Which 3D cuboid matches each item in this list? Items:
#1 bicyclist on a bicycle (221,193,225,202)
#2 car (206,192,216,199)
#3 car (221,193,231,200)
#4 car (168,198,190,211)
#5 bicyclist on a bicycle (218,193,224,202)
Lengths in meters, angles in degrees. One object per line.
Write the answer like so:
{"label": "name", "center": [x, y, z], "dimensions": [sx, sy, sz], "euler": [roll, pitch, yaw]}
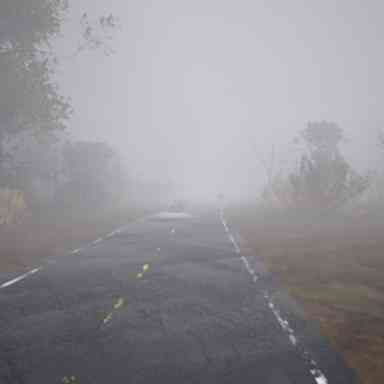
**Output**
{"label": "bicyclist on a bicycle", "center": [5.975, 1.001, 64.312], "dimensions": [0.659, 1.776, 1.843], "euler": [0, 1, 9]}
{"label": "car", "center": [4.480, 0.676, 78.305], "dimensions": [2.097, 1.767, 4.553], "euler": [0, 0, 10]}
{"label": "car", "center": [7.308, 1.108, 77.107], "dimensions": [1.994, 1.385, 4.181], "euler": [0, 0, 11]}
{"label": "car", "center": [-1.400, 1.383, 36.267], "dimensions": [1.895, 1.301, 4.718], "euler": [0, 0, 5]}
{"label": "bicyclist on a bicycle", "center": [4.596, 1.052, 54.795], "dimensions": [0.659, 1.776, 1.843], "euler": [0, 0, 8]}
